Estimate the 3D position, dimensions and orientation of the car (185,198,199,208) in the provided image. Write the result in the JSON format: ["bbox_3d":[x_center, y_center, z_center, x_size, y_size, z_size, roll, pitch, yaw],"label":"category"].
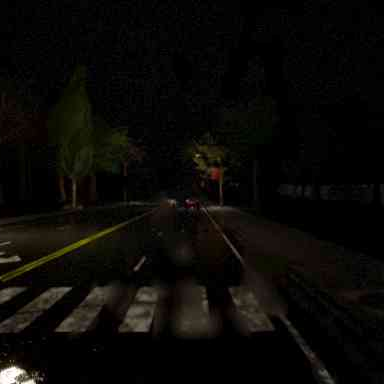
[{"bbox_3d":[0.040,1.736,53.668,2.128,1.511,4.902,0,0,0],"label":"car"}]

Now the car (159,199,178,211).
[{"bbox_3d":[-3.217,1.763,44.439,1.895,1.301,4.718,0,-1,0],"label":"car"}]

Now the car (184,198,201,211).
[{"bbox_3d":[0.031,1.657,43.237,1.837,1.490,4.892,0,-1,0],"label":"car"}]
